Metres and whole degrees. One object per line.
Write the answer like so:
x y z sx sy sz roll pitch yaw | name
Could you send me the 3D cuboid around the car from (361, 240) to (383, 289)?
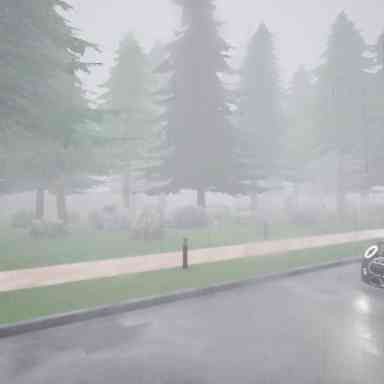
6.214 1.417 8.240 4.553 1.767 2.097 0 0 -34 | car
